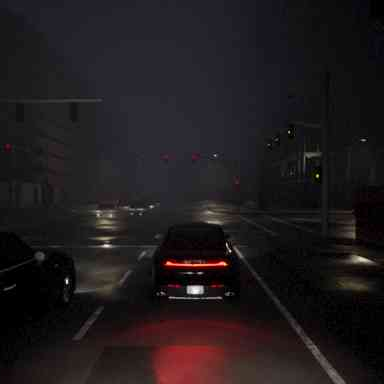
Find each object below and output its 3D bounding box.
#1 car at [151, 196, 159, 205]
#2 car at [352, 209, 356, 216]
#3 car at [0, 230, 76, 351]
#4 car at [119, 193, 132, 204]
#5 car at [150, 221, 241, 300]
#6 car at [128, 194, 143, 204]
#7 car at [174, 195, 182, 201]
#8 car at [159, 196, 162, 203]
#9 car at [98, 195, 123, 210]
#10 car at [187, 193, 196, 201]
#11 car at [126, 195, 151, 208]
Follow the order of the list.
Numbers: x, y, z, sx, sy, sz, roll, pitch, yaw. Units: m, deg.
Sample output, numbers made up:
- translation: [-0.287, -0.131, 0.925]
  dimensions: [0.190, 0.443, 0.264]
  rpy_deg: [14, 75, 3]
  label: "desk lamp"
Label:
- translation: [-7.429, 1.476, 57.404]
  dimensions: [1.882, 1.535, 5.008]
  rpy_deg: [0, 0, 1]
  label: "car"
- translation: [15.955, 1.656, 27.612]
  dimensions: [4.718, 1.301, 1.895]
  rpy_deg: [0, 0, 0]
  label: "car"
- translation: [-3.449, 1.352, 5.051]
  dimensions: [2.097, 1.767, 4.553]
  rpy_deg: [0, 0, 0]
  label: "car"
- translation: [-10.970, 1.220, 54.060]
  dimensions: [2.150, 2.045, 5.566]
  rpy_deg: [0, 0, 1]
  label: "car"
- translation: [0.076, 1.505, 8.376]
  dimensions: [1.837, 1.490, 4.892]
  rpy_deg: [0, 0, 0]
  label: "car"
- translation: [-10.828, 1.351, 63.809]
  dimensions: [2.097, 1.767, 4.553]
  rpy_deg: [0, 0, 1]
  label: "car"
- translation: [-3.569, 1.551, 84.167]
  dimensions: [1.994, 1.385, 4.181]
  rpy_deg: [0, 0, 1]
  label: "car"
- translation: [-7.246, 1.546, 67.847]
  dimensions: [2.033, 1.411, 5.357]
  rpy_deg: [0, 0, 1]
  label: "car"
- translation: [-10.995, 1.477, 44.240]
  dimensions: [1.882, 1.535, 5.008]
  rpy_deg: [0, 0, 0]
  label: "car"
- translation: [-0.067, 1.223, 84.394]
  dimensions: [2.150, 2.045, 5.566]
  rpy_deg: [0, 0, 1]
  label: "car"
- translation: [-7.509, 1.546, 47.425]
  dimensions: [2.033, 1.411, 5.357]
  rpy_deg: [0, 0, 0]
  label: "car"
